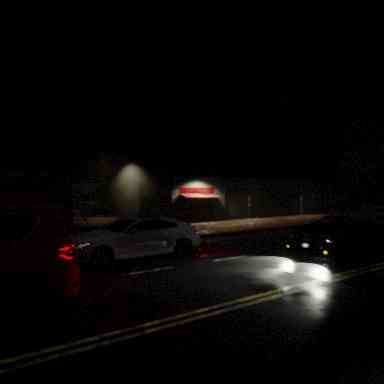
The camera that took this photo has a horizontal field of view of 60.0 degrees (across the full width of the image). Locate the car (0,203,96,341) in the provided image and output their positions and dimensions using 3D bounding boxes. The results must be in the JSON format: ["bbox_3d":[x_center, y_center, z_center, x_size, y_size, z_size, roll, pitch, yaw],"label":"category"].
[{"bbox_3d":[-4.598,1.220,4.994,5.566,2.045,2.150,0,0,-35],"label":"car"}]

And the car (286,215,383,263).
[{"bbox_3d":[5.346,1.559,12.021,4.181,1.385,1.994,0,0,-35],"label":"car"}]

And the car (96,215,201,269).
[{"bbox_3d":[-1.847,1.523,11.228,4.674,1.442,1.812,0,0,-35],"label":"car"}]
